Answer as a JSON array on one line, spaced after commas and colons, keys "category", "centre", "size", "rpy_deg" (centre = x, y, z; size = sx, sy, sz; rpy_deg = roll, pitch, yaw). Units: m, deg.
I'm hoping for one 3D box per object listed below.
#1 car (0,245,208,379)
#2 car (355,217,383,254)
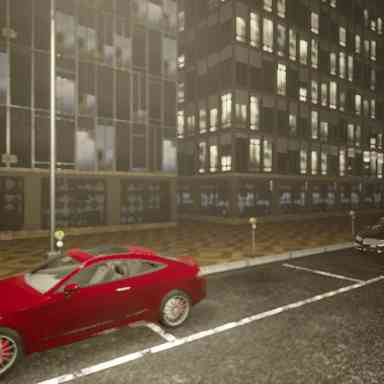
[{"category": "car", "centre": [-1.658, 1.575, 5.373], "size": [4.206, 1.307, 1.802], "rpy_deg": [0, 0, -36]}, {"category": "car", "centre": [7.610, 1.497, 11.986], "size": [4.403, 1.369, 2.008], "rpy_deg": [0, 0, -36]}]
